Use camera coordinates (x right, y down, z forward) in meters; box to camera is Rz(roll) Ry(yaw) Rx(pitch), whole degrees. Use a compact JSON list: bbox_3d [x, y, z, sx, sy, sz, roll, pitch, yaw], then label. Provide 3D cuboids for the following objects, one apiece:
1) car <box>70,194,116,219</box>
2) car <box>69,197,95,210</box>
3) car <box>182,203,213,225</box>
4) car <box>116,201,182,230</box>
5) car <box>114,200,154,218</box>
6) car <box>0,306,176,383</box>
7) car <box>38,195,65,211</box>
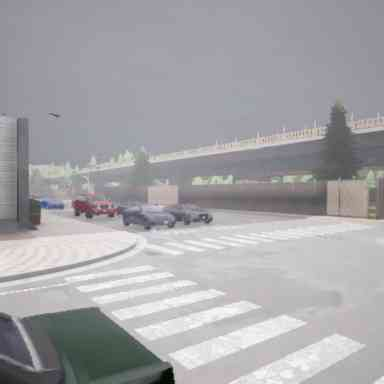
[{"bbox_3d":[-8.563,1.164,28.855,2.150,2.045,5.566,0,0,-35],"label":"car"},{"bbox_3d":[-14.186,1.445,42.760,1.837,1.490,4.892,0,0,-35],"label":"car"},{"bbox_3d":[-0.393,1.505,23.441,1.994,1.385,4.181,0,0,-36],"label":"car"},{"bbox_3d":[-2.825,1.468,20.831,1.812,1.442,4.674,0,0,-35],"label":"car"},{"bbox_3d":[-5.343,1.505,30.377,1.994,1.385,4.181,0,0,-35],"label":"car"},{"bbox_3d":[-2.535,1.604,2.074,4.718,1.301,1.895,0,0,-36],"label":"car"},{"bbox_3d":[-17.143,1.420,40.879,1.882,1.535,5.008,0,1,-35],"label":"car"}]
